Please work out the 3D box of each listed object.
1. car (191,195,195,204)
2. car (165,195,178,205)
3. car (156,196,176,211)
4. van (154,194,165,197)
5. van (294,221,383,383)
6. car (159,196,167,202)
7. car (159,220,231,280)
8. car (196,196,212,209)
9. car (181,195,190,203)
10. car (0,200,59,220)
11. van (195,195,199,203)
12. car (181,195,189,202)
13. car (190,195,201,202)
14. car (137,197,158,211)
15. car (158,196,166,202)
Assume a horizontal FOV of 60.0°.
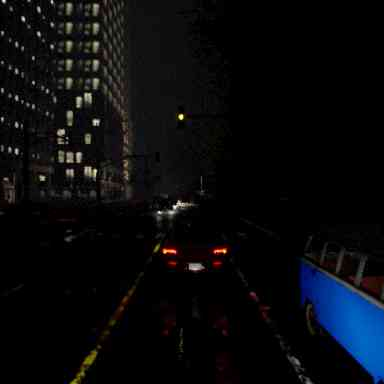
[{"bbox_3d":[1.247,1.730,69.877,1.752,1.417,4.829,0,0,-2],"label":"car"},{"bbox_3d":[-3.765,1.743,59.467,1.994,1.385,4.181,0,0,-1],"label":"car"},{"bbox_3d":[-3.358,1.639,43.070,1.837,1.490,4.892,0,0,-1],"label":"car"},{"bbox_3d":[-6.568,1.531,63.799,1.690,1.788,3.998,0,0,-2],"label":"van"},{"bbox_3d":[2.557,1.355,3.995,1.690,1.788,3.998,0,0,0],"label":"van"},{"bbox_3d":[-7.450,1.825,85.974,1.802,1.307,4.206,0,0,-3],"label":"car"},{"bbox_3d":[0.058,1.559,9.932,1.812,1.442,4.674,0,0,0],"label":"car"},{"bbox_3d":[1.940,1.672,47.710,1.752,1.417,4.829,0,0,-1],"label":"car"},{"bbox_3d":[-1.416,1.799,72.468,1.895,1.301,4.718,0,0,-2],"label":"car"},{"bbox_3d":[-13.636,1.426,27.487,5.008,1.535,1.882,1,0,6],"label":"car"},{"bbox_3d":[1.795,1.502,53.083,1.690,1.788,3.998,0,0,-2],"label":"van"},{"bbox_3d":[-1.825,1.545,82.445,1.882,1.535,5.008,0,0,-3],"label":"car"},{"bbox_3d":[0.813,1.546,80.796,2.192,1.841,5.009,0,0,-2],"label":"car"},{"bbox_3d":[-5.797,1.681,41.627,2.008,1.369,4.403,0,0,-1],"label":"car"},{"bbox_3d":[-7.203,1.775,80.429,1.887,1.381,4.507,0,0,-2],"label":"car"}]
